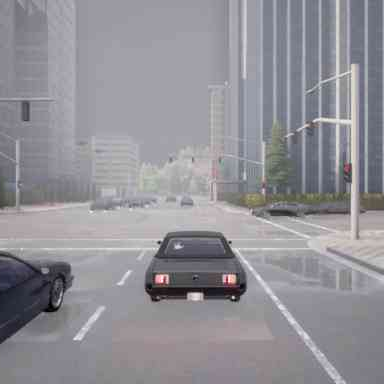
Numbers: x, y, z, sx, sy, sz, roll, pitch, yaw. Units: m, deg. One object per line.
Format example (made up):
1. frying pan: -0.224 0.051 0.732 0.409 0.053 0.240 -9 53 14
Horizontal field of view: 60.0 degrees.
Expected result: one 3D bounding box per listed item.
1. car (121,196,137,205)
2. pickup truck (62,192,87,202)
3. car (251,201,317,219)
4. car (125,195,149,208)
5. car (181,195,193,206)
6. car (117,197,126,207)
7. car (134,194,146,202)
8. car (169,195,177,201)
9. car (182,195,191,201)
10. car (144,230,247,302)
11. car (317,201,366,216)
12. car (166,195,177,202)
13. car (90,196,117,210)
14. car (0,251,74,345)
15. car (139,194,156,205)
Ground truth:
1. car: -11.596 1.547 61.749 2.033 1.411 5.357 0 0 -1
2. pickup truck: -24.773 1.059 69.285 2.390 2.098 6.274 0 0 30
3. car: 7.446 1.492 28.047 4.902 1.511 2.128 0 0 -1
4. car: -7.894 1.564 48.064 1.994 1.385 4.181 0 0 -1
5. car: -0.847 1.564 56.303 1.994 1.385 4.181 0 0 -1
6. car: -11.453 1.526 51.042 1.812 1.442 4.674 0 0 -1
7. car: -11.736 1.341 74.769 2.097 1.767 4.553 0 0 -1
8. car: -4.891 1.524 84.781 1.812 1.442 4.674 0 0 -1
9. car: -1.392 1.540 84.850 2.033 1.411 5.357 0 0 -1
10. car: 0.066 1.601 8.230 1.895 1.301 4.718 0 0 0
11. car: 13.581 1.547 31.639 5.357 1.411 2.033 0 0 -3
12. car: -4.724 1.500 74.614 1.837 1.490 4.892 0 0 -1
13. car: -11.308 1.352 42.144 2.097 1.767 4.553 0 0 -1
14. car: -3.436 1.547 4.634 2.033 1.411 5.357 0 0 0
15. car: -8.033 1.547 57.370 2.033 1.411 5.357 0 0 -1
